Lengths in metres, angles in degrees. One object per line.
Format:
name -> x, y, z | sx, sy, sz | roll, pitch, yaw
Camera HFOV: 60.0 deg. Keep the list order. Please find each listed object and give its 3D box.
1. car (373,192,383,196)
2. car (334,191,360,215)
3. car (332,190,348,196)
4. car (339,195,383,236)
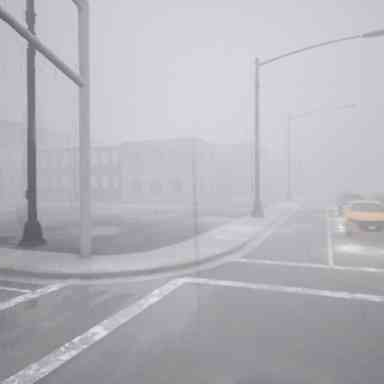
car -> 18.871, 0.697, 32.902 | 1.895, 1.301, 4.718 | 0, 2, 22
car -> 11.862, 0.903, 24.804 | 1.837, 1.490, 4.892 | 0, 2, 22
car -> 15.658, 0.596, 34.287 | 1.837, 1.490, 4.892 | 0, 2, 22
car -> 8.334, 1.134, 16.001 | 1.882, 1.535, 5.008 | 0, 1, 22
